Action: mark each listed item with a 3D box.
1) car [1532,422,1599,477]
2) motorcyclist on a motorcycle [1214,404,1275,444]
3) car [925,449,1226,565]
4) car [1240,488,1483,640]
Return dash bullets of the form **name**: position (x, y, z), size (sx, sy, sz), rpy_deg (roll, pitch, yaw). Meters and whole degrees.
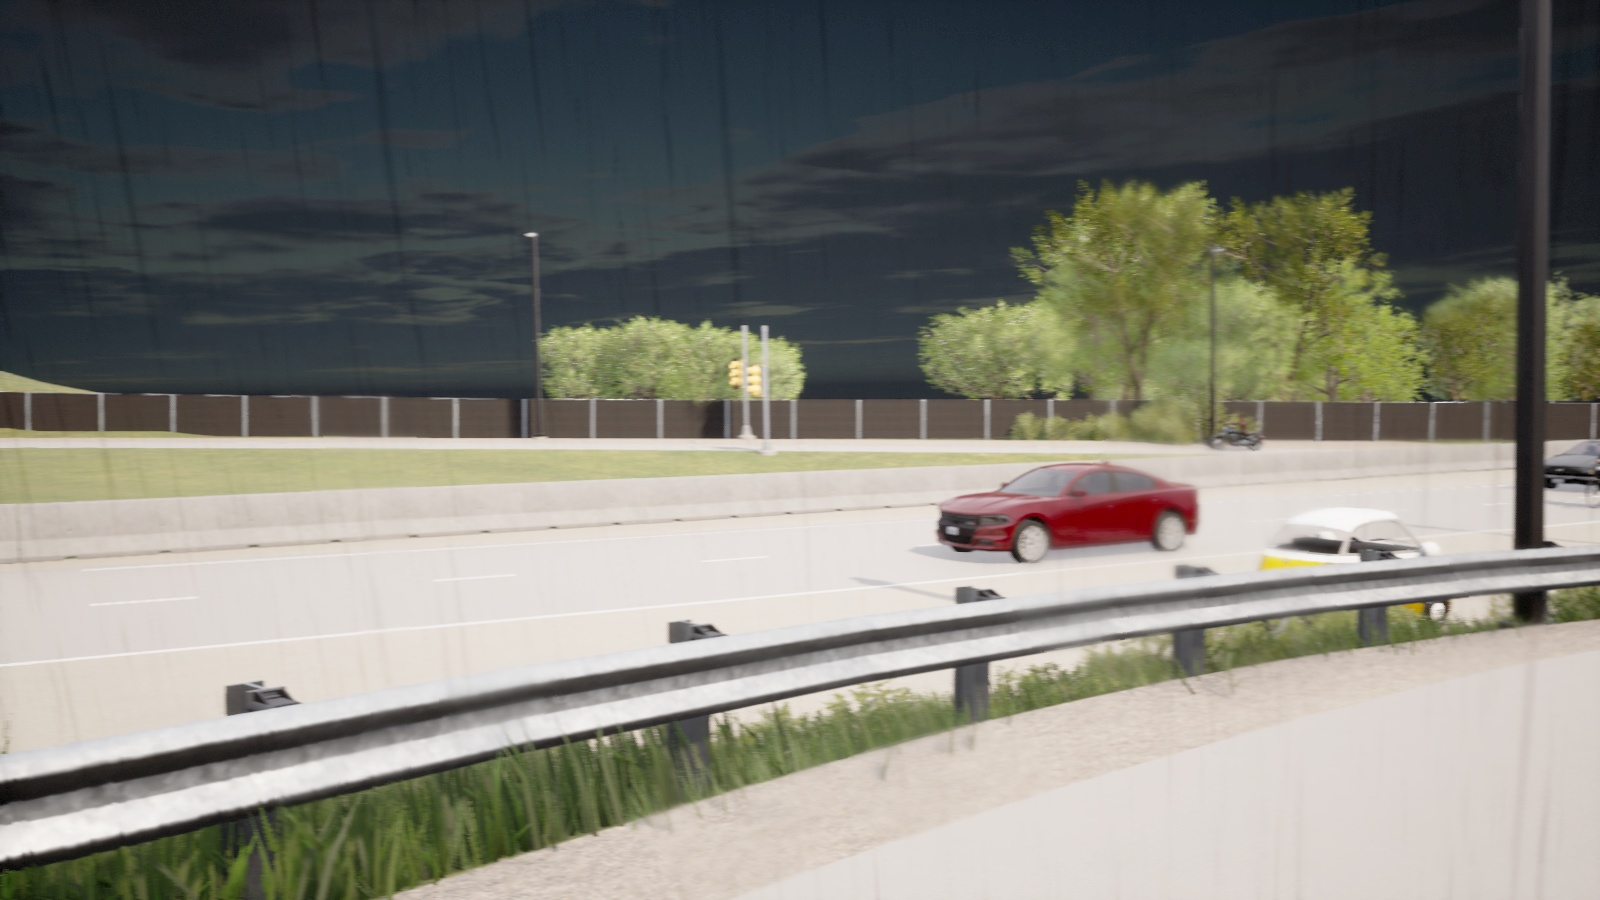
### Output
- **car**: position (23.738, -0.085, 36.344), size (5.357, 1.411, 2.033), rpy_deg (-3, 3, -30)
- **motorcyclist on a motorcycle**: position (19.109, -1.139, 53.979), size (2.350, 1.649, 0.766), rpy_deg (-1, 3, -5)
- **car**: position (4.733, 0.873, 21.322), size (5.008, 1.535, 1.882), rpy_deg (-3, 3, -30)
- **car**: position (6.326, 1.214, 14.163), size (2.207, 1.376, 1.481), rpy_deg (-3, 3, -30)
